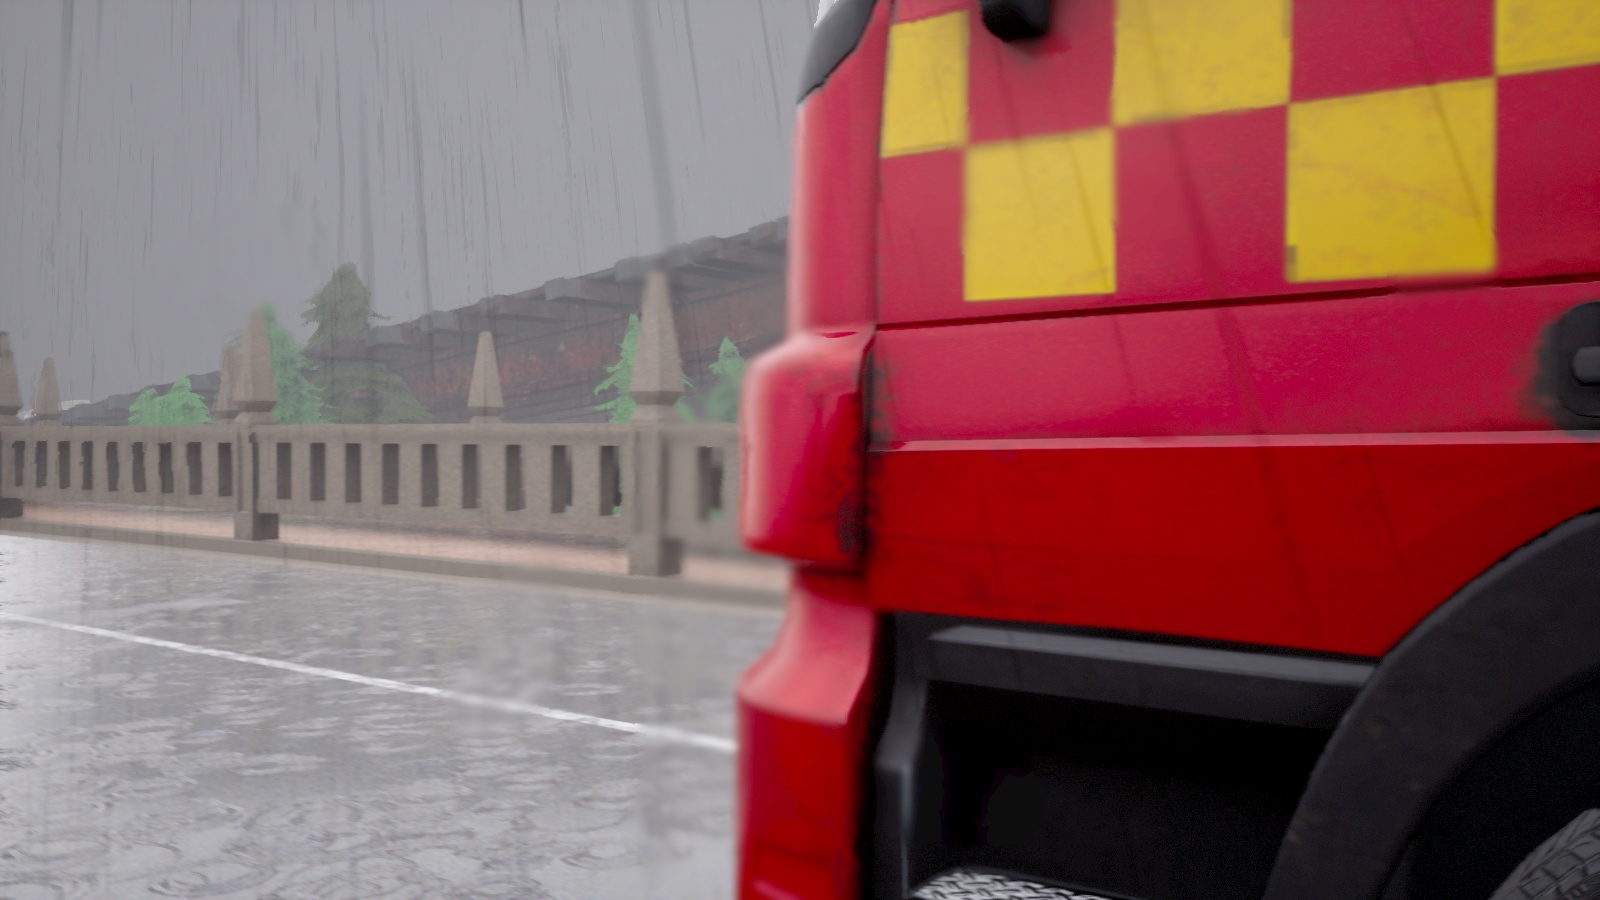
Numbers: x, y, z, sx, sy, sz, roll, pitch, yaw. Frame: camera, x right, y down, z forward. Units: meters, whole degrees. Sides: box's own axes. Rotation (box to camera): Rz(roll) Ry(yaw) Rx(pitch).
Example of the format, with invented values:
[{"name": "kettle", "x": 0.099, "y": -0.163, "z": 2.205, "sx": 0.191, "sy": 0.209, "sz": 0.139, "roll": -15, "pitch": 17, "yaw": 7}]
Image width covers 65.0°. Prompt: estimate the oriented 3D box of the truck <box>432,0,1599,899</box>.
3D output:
[{"name": "truck", "x": 3.655, "y": -0.470, "z": 1.172, "sx": 8.468, "sy": 3.827, "sz": 2.891, "roll": 0, "pitch": 1, "yaw": 34}]
